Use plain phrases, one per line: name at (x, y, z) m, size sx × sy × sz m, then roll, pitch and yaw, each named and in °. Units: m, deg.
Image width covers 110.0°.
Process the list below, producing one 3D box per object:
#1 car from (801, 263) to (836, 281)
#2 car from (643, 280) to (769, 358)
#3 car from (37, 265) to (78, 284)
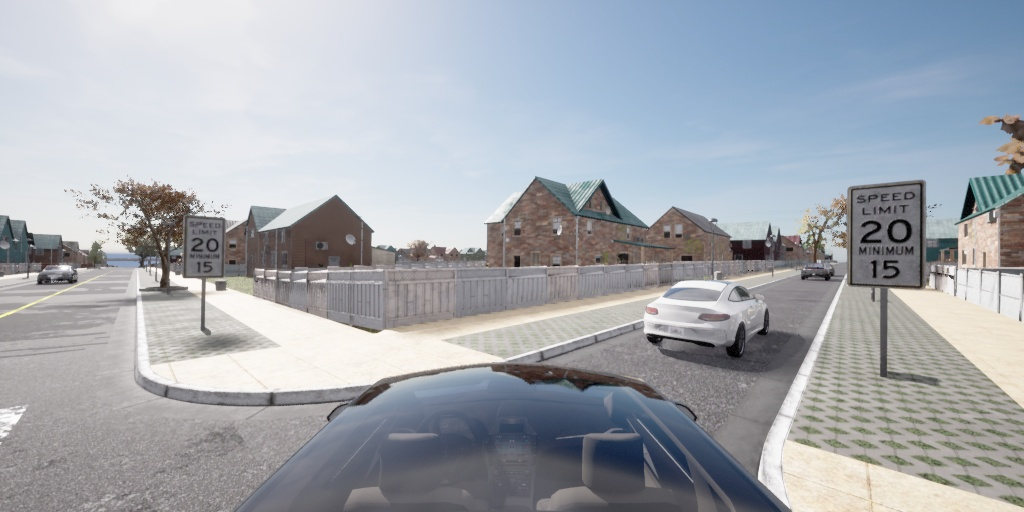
car at (27.213, 1.370, 32.061) m, size 2.128 × 1.511 × 4.902 m, roll 0°, pitch 0°, yaw 44°
car at (4.776, 1.293, 8.632) m, size 1.812 × 1.442 × 4.674 m, roll 0°, pitch 0°, yaw 44°
car at (-38.664, 1.565, 30.608) m, size 4.902 × 1.511 × 2.128 m, roll -1°, pitch -2°, yaw 44°
